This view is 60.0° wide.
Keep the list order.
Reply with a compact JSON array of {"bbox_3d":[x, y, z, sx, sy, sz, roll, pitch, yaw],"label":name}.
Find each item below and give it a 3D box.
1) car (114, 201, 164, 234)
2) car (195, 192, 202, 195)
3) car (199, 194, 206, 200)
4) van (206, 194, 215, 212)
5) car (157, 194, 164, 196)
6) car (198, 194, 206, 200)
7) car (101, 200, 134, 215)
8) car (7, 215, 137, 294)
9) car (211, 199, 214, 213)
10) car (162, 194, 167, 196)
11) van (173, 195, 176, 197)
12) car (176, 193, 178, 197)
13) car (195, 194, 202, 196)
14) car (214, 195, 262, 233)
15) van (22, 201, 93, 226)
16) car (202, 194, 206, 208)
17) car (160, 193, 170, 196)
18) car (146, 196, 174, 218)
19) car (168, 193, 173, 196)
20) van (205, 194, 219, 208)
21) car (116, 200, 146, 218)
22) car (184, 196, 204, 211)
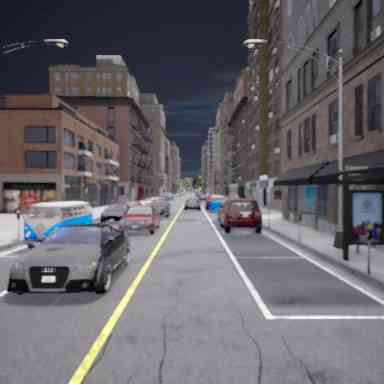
[{"bbox_3d":[-2.842,1.468,18.894,1.812,1.442,4.674,0,0,0],"label":"car"},{"bbox_3d":[2.275,1.167,68.714,2.097,1.767,4.553,0,0,0],"label":"car"},{"bbox_3d":[2.658,1.297,84.245,1.752,1.417,4.829,0,0,0],"label":"car"},{"bbox_3d":[2.698,1.254,35.419,1.690,1.788,3.998,0,0,0],"label":"van"},{"bbox_3d":[-5.390,1.381,46.062,1.752,1.417,4.829,0,0,0],"label":"car"},{"bbox_3d":[2.654,1.307,89.481,2.008,1.369,4.403,0,0,0],"label":"car"},{"bbox_3d":[-5.398,1.484,24.606,1.947,1.339,4.313,0,0,0],"label":"car"},{"bbox_3d":[-2.844,1.535,8.593,1.994,1.385,4.181,0,0,0],"label":"car"},{"bbox_3d":[2.706,1.494,24.607,2.008,1.369,4.403,0,0,0],"label":"car"},{"bbox_3d":[-5.388,1.391,51.638,2.008,1.369,4.403,0,0,0],"label":"car"},{"bbox_3d":[-5.378,1.103,78.668,1.690,1.788,3.998,0,0,0],"label":"van"},{"bbox_3d":[-5.376,1.297,84.075,2.008,1.369,4.403,0,0,0],"label":"car"},{"bbox_3d":[0.014,1.427,49.501,1.994,1.385,4.181,0,0,0],"label":"car"},{"bbox_3d":[2.711,1.274,19.200,2.192,1.841,5.009,0,0,0],"label":"car"},{"bbox_3d":[-5.402,1.290,13.793,1.690,1.788,3.998,0,0,0],"label":"van"},{"bbox_3d":[2.694,1.212,40.825,2.192,1.841,5.009,0,0,0],"label":"car"},{"bbox_3d":[-5.386,1.390,57.044,1.947,1.339,4.313,0,0,0],"label":"car"},{"bbox_3d":[-2.829,1.418,29.239,1.837,1.490,4.892,0,0,0],"label":"car"},{"bbox_3d":[-5.384,1.124,62.449,2.192,1.841,5.009,0,0,0],"label":"car"},{"bbox_3d":[2.689,1.222,46.232,1.690,1.788,3.998,0,0,0],"label":"van"},{"bbox_3d":[-5.396,1.447,30.013,1.887,1.381,4.507,0,0,0],"label":"car"},{"bbox_3d":[0.065,1.457,39.311,1.994,1.385,4.181,0,0,0],"label":"car"}]
